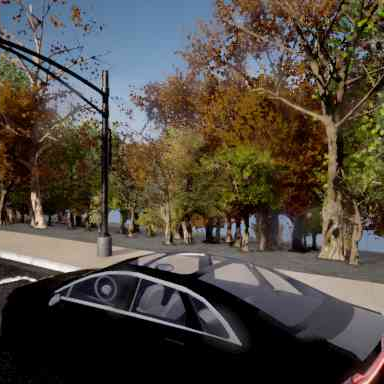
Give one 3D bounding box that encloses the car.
[{"bbox_3d":[-0.395,1.491,3.974,4.902,1.511,2.128,0,0,36],"label":"car"}]
